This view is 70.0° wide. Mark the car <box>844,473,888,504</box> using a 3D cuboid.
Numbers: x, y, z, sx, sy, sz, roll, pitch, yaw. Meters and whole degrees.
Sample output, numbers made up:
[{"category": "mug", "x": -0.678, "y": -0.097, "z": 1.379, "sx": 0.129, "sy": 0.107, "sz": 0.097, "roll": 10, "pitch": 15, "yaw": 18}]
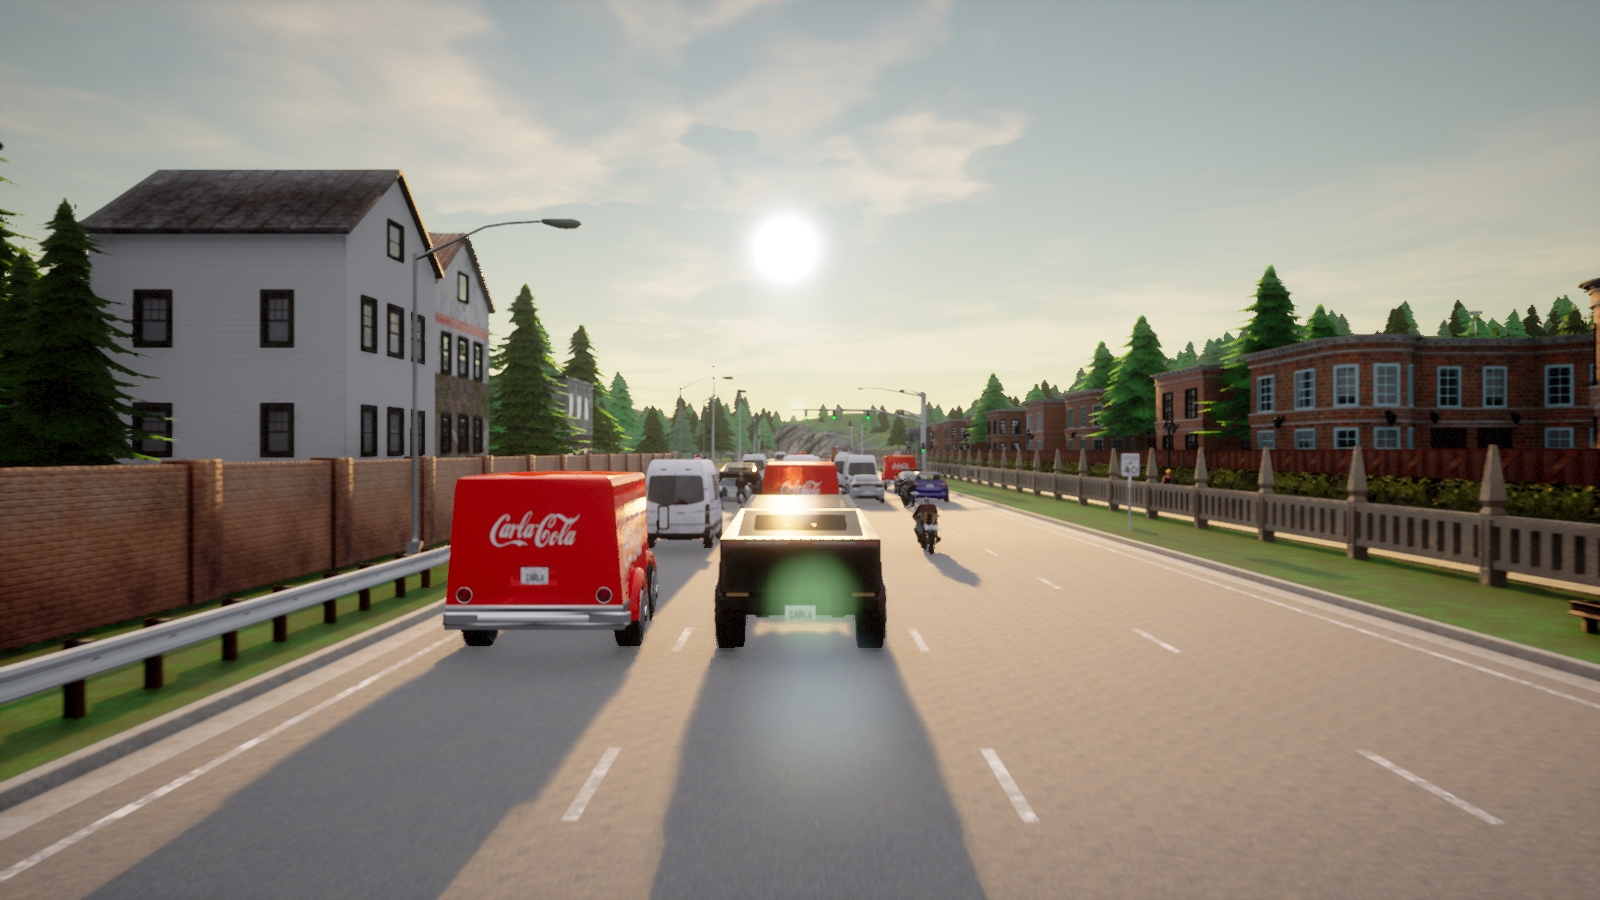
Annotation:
[{"category": "car", "x": 3.559, "y": 2.073, "z": 62.405, "sx": 2.097, "sy": 1.535, "sz": 5.006, "roll": 0, "pitch": 0, "yaw": 0}]

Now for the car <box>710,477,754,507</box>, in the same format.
[{"category": "car", "x": -3.500, "y": 2.155, "z": 59.442, "sx": 1.994, "sy": 1.385, "sz": 4.181, "roll": 0, "pitch": 0, "yaw": 0}]

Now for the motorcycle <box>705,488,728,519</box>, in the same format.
[{"category": "motorcycle", "x": -3.458, "y": 2.216, "z": 47.636, "sx": 0.803, "sy": 1.199, "sz": 2.033, "roll": 0, "pitch": 0, "yaw": 0}]

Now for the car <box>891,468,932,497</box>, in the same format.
[{"category": "car", "x": 7.068, "y": 2.028, "z": 72.598, "sx": 2.097, "sy": 1.638, "sz": 5.238, "roll": 0, "pitch": 0, "yaw": 0}]

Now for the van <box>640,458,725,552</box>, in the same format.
[{"category": "van", "x": -3.475, "y": 1.556, "z": 34.838, "sx": 1.988, "sy": 2.561, "sz": 5.915, "roll": 0, "pitch": 0, "yaw": 0}]

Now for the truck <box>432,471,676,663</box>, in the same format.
[{"category": "truck", "x": -3.482, "y": 1.570, "z": 17.457, "sx": 2.627, "sy": 2.467, "sz": 5.204, "roll": 0, "pitch": -1, "yaw": 0}]

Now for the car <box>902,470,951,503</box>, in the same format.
[{"category": "car", "x": 7.057, "y": 2.009, "z": 63.976, "sx": 2.242, "sy": 1.667, "sz": 4.611, "roll": 0, "pitch": 0, "yaw": 0}]

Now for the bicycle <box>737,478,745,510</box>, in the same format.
[{"category": "bicycle", "x": -2.826, "y": 2.094, "z": 54.449, "sx": 0.329, "sy": 1.471, "sz": 1.835, "roll": 0, "pitch": 0, "yaw": -5}]

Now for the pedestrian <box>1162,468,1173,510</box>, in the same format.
[{"category": "pedestrian", "x": 16.451, "y": 1.733, "z": 51.150, "sx": 0.375, "sy": 1.860, "sz": 0.375, "roll": 0, "pitch": 0, "yaw": 0}]

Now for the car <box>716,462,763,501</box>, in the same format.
[{"category": "car", "x": -3.437, "y": 1.795, "z": 66.307, "sx": 2.390, "sy": 2.098, "sz": 6.274, "roll": 0, "pitch": 0, "yaw": 0}]

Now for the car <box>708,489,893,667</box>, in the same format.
[{"category": "car", "x": 0.009, "y": 1.765, "z": 17.965, "sx": 2.390, "sy": 2.098, "sz": 6.274, "roll": 0, "pitch": 0, "yaw": 0}]

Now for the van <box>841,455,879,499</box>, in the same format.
[{"category": "van", "x": 3.608, "y": 1.578, "z": 69.865, "sx": 1.988, "sy": 2.561, "sz": 5.915, "roll": 0, "pitch": 0, "yaw": 0}]

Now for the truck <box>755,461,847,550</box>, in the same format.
[{"category": "truck", "x": 0.028, "y": 1.590, "z": 34.989, "sx": 2.627, "sy": 2.467, "sz": 5.204, "roll": 0, "pitch": 0, "yaw": 0}]

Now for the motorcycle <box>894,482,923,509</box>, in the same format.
[{"category": "motorcycle", "x": 5.384, "y": 2.240, "z": 56.655, "sx": 0.867, "sy": 1.251, "sz": 2.209, "roll": 0, "pitch": 0, "yaw": -10}]

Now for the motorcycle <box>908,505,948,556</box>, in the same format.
[{"category": "motorcycle", "x": 3.546, "y": 2.225, "z": 31.930, "sx": 0.867, "sy": 1.251, "sz": 2.209, "roll": 0, "pitch": 0, "yaw": 0}]
